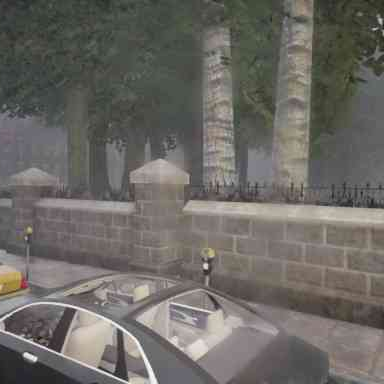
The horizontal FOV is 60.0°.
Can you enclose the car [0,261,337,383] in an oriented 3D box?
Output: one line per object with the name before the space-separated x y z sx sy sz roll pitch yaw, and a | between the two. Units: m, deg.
car | -0.871 1.550 3.416 4.403 1.369 2.008 0 1 36
